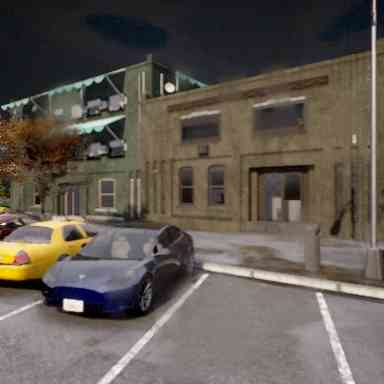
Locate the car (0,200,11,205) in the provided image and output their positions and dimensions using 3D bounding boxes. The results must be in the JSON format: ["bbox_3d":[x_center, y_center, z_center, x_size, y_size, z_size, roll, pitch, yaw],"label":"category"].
[{"bbox_3d":[-28.671,2.300,47.601,5.366,1.575,1.946,2,-2,15],"label":"car"}]

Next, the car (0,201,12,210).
[{"bbox_3d":[-38.613,2.620,65.680,5.366,1.575,1.946,0,-2,15],"label":"car"}]

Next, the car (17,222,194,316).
[{"bbox_3d":[-1.338,1.517,7.863,2.163,1.488,4.792,1,-1,15],"label":"car"}]

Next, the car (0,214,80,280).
[{"bbox_3d":[-3.706,1.487,9.790,1.946,1.575,5.366,0,-1,16],"label":"car"}]

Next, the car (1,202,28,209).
[{"bbox_3d":[-36.472,2.755,68.421,4.792,1.488,2.163,0,-2,15],"label":"car"}]

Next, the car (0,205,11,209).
[{"bbox_3d":[-8.524,1.488,13.226,1.946,1.575,5.366,0,-1,16],"label":"car"}]

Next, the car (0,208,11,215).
[{"bbox_3d":[-6.153,1.488,11.326,2.097,1.535,5.008,0,-1,15],"label":"car"}]
